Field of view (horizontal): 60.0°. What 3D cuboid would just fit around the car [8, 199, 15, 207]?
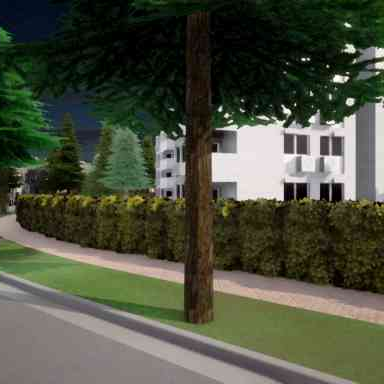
[{"bbox_3d":[-26.679,1.506,52.094,1.837,1.490,4.892,0,-1,13],"label":"car"}]
